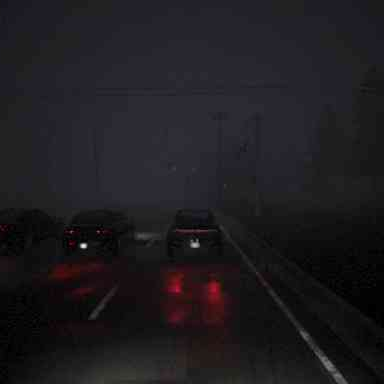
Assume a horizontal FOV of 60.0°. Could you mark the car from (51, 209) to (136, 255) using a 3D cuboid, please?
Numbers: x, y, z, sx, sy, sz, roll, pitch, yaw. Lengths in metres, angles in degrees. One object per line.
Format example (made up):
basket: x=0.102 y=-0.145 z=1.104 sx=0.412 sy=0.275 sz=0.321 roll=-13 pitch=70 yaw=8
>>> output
car: x=-3.404 y=1.412 z=12.872 sx=1.837 sy=1.490 sz=4.892 roll=0 pitch=1 yaw=0

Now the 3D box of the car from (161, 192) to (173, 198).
car: x=-6.998 y=0.922 z=93.552 sx=1.895 sy=1.301 sz=4.718 roll=0 pitch=0 yaw=0

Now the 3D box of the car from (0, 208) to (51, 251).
car: x=-6.904 y=1.379 z=13.570 sx=1.882 sy=1.535 sz=5.008 roll=0 pitch=0 yaw=0

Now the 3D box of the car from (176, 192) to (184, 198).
car: x=-3.498 y=0.922 z=93.524 sx=1.895 sy=1.301 sz=4.718 roll=0 pitch=0 yaw=0

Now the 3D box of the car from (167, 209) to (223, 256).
car: x=0.095 y=1.400 z=12.630 sx=2.128 sy=1.511 sz=4.902 roll=0 pitch=0 yaw=0

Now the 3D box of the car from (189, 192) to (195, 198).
car: x=0.001 y=0.853 z=93.441 sx=2.128 sy=1.511 sz=4.902 roll=0 pitch=0 yaw=0

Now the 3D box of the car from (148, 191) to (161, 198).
car: x=-10.498 y=0.922 z=93.630 sx=1.895 sy=1.301 sz=4.718 roll=0 pitch=0 yaw=0

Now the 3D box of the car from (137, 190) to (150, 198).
car: x=-13.998 y=0.682 z=93.646 sx=2.097 sy=1.767 sz=4.553 roll=0 pitch=0 yaw=0
